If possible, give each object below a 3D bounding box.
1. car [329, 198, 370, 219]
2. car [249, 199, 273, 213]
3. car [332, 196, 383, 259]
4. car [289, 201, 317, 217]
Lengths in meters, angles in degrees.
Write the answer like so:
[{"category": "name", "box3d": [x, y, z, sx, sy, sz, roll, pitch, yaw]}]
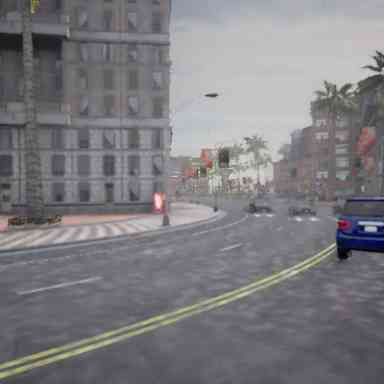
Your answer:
[{"category": "car", "box3d": [13.541, 1.367, 28.929, 2.128, 1.511, 4.902, -1, 0, 12]}, {"category": "car", "box3d": [7.275, 1.492, 35.691, 2.033, 1.411, 5.357, -1, 0, 2]}, {"category": "car", "box3d": [6.617, 1.158, 11.708, 2.150, 2.045, 5.566, 0, 0, 34]}, {"category": "car", "box3d": [10.077, 1.477, 30.432, 1.994, 1.385, 4.181, -1, 0, 9]}]
